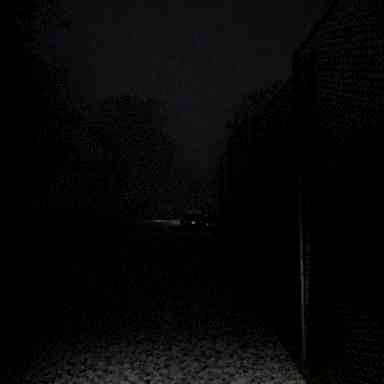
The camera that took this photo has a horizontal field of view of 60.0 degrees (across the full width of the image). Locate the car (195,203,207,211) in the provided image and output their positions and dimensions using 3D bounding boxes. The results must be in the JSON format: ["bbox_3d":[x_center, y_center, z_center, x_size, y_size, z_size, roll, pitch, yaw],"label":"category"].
[{"bbox_3d":[2.027,3.503,77.192,2.097,1.767,4.553,0,-2,10],"label":"car"}]

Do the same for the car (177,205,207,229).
[{"bbox_3d":[0.114,1.939,24.701,1.812,1.442,4.674,0,-1,0],"label":"car"}]

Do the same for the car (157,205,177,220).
[{"bbox_3d":[-2.592,2.178,36.363,1.882,1.535,5.008,0,-2,2],"label":"car"}]
